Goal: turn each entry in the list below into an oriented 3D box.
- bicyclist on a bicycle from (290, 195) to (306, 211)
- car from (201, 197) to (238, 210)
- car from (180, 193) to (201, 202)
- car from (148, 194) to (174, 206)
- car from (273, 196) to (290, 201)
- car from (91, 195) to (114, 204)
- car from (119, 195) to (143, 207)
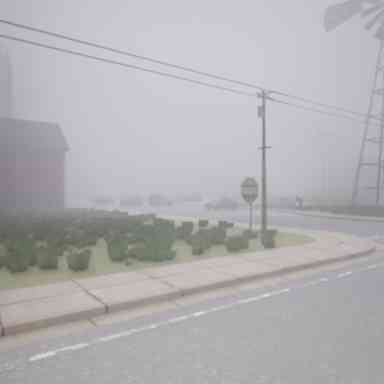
[{"bbox_3d":[11.013,1.187,34.543,1.656,1.620,0.582,0,0,-2],"label":"bicyclist on a bicycle"},{"bbox_3d":[3.573,1.404,40.148,4.193,1.474,1.816,0,0,-36],"label":"car"},{"bbox_3d":[-0.172,1.160,66.743,4.605,1.855,1.932,0,0,-36],"label":"car"},{"bbox_3d":[-4.849,1.215,50.692,3.866,1.878,1.905,0,0,-36],"label":"car"},{"bbox_3d":[13.250,1.368,48.710,3.905,1.438,1.784,0,0,-36],"label":"car"},{"bbox_3d":[-15.136,1.411,57.731,2.128,1.511,4.902,0,0,-37],"label":"car"},{"bbox_3d":[-9.138,1.270,49.717,2.097,1.767,4.553,0,0,-36],"label":"car"}]
